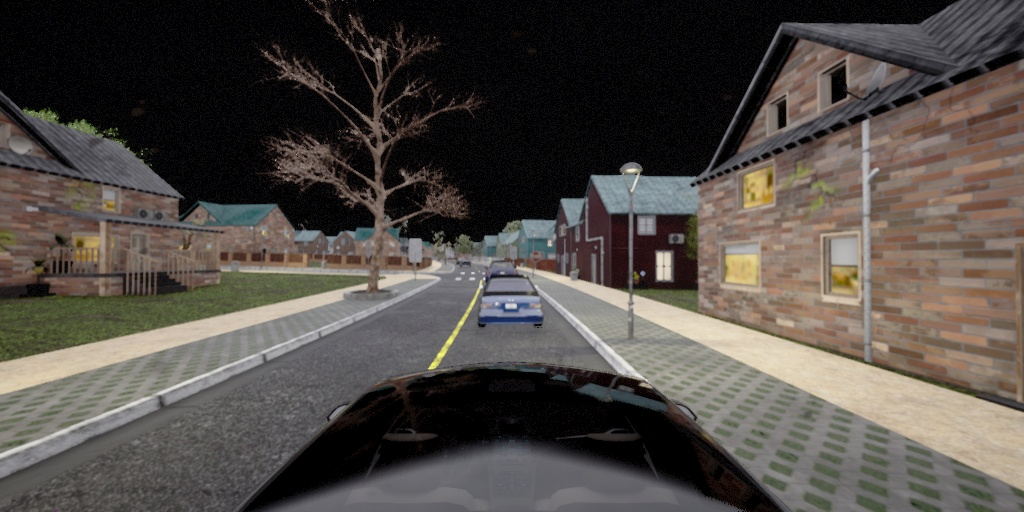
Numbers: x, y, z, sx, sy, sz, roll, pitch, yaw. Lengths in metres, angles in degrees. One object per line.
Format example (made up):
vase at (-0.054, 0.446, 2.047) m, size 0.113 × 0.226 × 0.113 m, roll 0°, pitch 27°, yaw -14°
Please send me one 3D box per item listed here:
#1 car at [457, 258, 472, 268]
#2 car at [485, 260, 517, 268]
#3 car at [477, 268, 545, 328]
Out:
car at (-7.589, 1.172, 58.640) m, size 2.033 × 1.411 × 5.357 m, roll 0°, pitch 0°, yaw -9°
car at (-0.721, 1.057, 23.731) m, size 2.097 × 1.767 × 4.553 m, roll 0°, pitch 0°, yaw -4°
car at (-0.093, 1.278, 11.356) m, size 2.033 × 1.411 × 5.357 m, roll 0°, pitch 0°, yaw -2°
